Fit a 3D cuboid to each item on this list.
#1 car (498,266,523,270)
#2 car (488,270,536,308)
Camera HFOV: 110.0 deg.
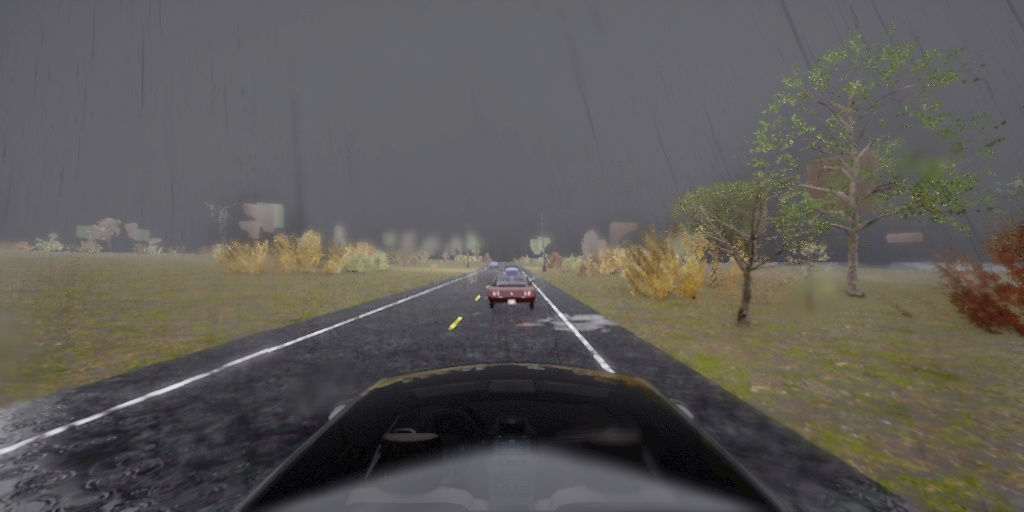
[{"bbox_3d":[-0.012,1.562,31.231,1.812,1.442,4.674,0,0,0],"label":"car"},{"bbox_3d":[-0.006,1.487,15.965,1.895,1.301,4.718,0,-1,0],"label":"car"}]
